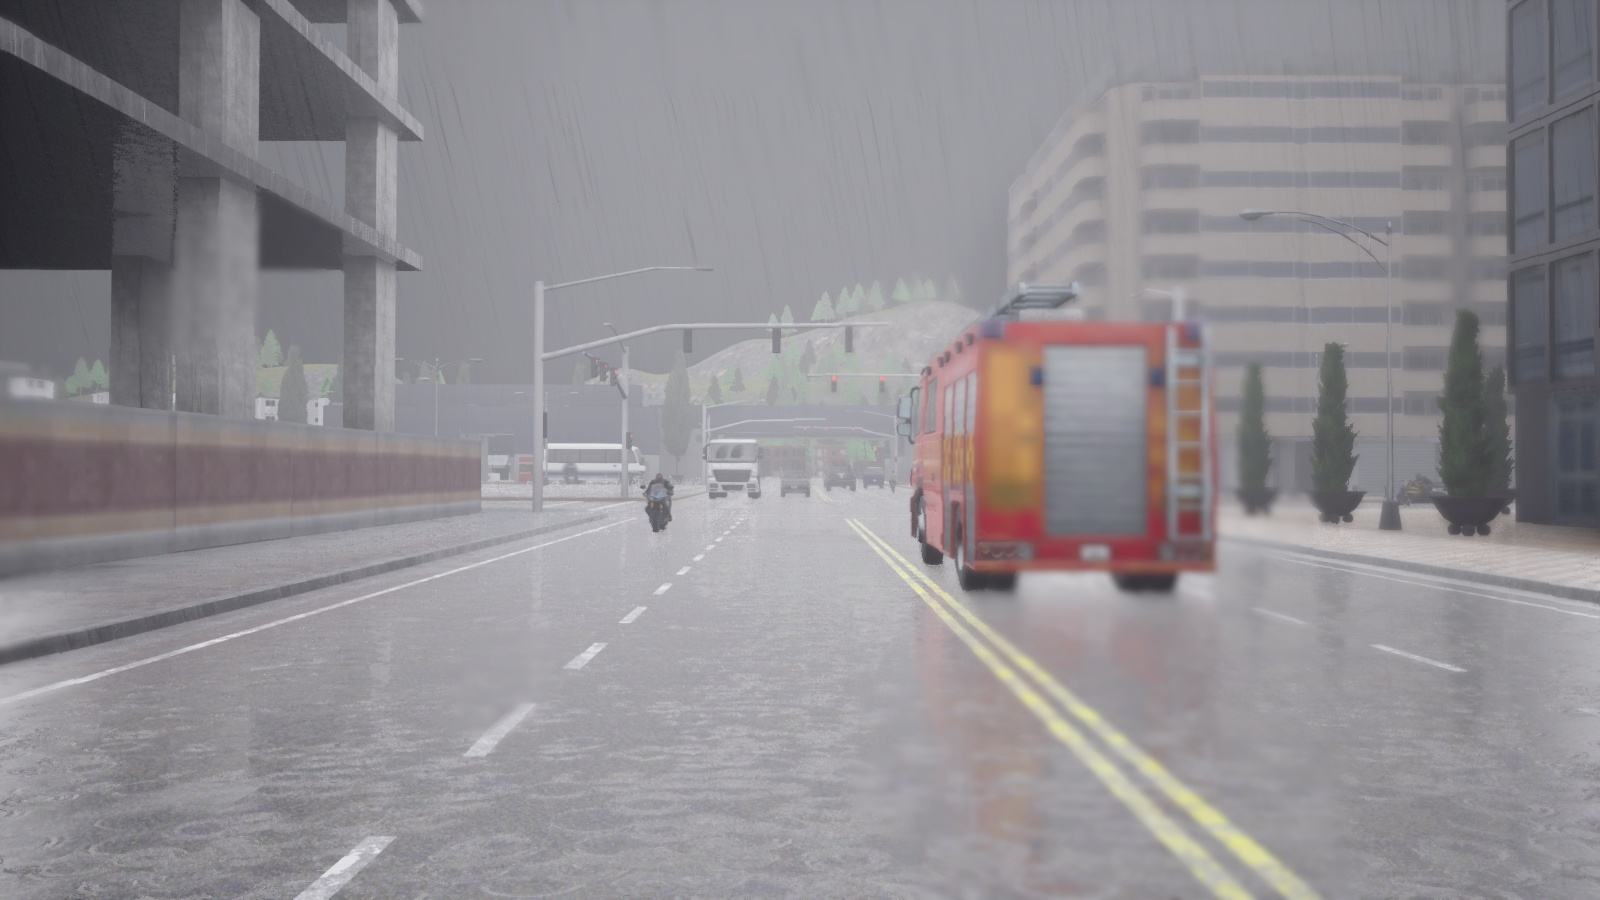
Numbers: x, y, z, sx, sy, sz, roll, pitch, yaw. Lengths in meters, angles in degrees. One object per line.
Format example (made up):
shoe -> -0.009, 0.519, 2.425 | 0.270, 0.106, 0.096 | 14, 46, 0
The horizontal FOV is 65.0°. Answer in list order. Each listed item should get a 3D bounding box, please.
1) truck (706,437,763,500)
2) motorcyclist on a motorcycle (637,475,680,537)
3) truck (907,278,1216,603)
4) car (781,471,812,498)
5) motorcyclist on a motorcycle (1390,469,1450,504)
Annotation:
truck -> -3.691, 1.064, 72.660 | 2.891, 3.462, 7.936 | 0, -1, 0
motorcyclist on a motorcycle -> -3.583, 1.400, 31.990 | 0.866, 1.530, 2.191 | 0, -1, 0
truck -> 3.446, -0.044, 19.083 | 2.891, 3.827, 8.468 | 0, -1, 0
car -> -0.190, 2.029, 73.717 | 1.789, 1.549, 3.705 | 0, -1, 0
motorcyclist on a motorcycle -> 27.590, 1.620, 55.897 | 2.191, 1.530, 0.866 | 0, -1, 0
